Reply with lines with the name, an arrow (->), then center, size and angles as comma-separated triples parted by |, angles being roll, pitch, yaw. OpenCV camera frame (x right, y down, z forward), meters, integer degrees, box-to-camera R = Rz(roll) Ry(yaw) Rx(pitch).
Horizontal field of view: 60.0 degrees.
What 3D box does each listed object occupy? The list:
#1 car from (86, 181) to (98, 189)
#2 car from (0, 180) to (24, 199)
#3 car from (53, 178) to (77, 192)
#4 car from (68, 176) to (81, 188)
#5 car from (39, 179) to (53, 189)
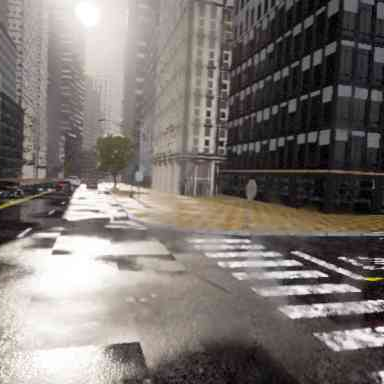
car -> -17.515, -1.264, 58.424 | 1.994, 1.385, 4.181 | 2, 2, -16
car -> -16.015, -0.267, 28.949 | 1.837, 1.490, 4.892 | 2, 2, -16
car -> -16.774, -0.811, 44.071 | 1.837, 1.490, 4.892 | 2, 1, -16
car -> -21.624, -1.866, 60.674 | 2.150, 2.045, 5.566 | 2, 2, -16
car -> -22.522, -1.268, 51.911 | 1.994, 1.385, 4.181 | 2, 2, -16
